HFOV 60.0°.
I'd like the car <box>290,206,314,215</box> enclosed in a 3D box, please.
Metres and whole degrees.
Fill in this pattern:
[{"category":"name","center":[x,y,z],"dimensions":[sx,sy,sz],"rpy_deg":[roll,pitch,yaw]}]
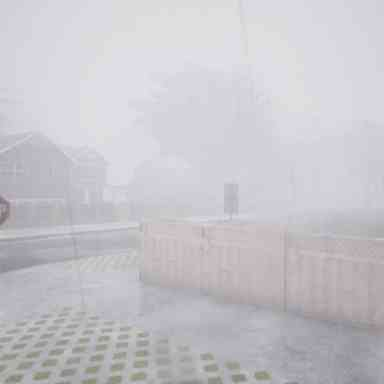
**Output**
[{"category":"car","center":[15.271,2.624,45.957],"dimensions":[2.033,1.411,5.357],"rpy_deg":[1,-1,36]}]
